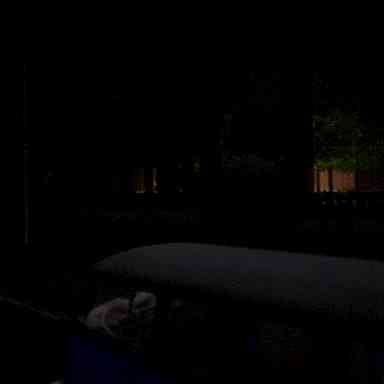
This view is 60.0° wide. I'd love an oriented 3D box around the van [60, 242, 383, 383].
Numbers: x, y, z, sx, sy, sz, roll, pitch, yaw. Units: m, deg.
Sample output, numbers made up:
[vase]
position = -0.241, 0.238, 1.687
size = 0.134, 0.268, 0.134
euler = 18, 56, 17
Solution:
[van]
position = 0.774, 1.347, 2.273
size = 3.998, 1.788, 1.690
euler = -1, -1, 36
